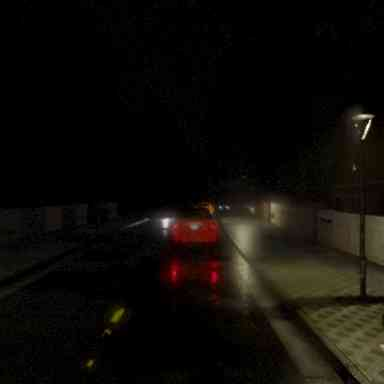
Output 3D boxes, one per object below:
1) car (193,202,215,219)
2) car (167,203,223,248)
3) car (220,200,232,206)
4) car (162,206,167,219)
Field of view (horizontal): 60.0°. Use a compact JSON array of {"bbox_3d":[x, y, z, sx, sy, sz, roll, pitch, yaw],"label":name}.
[{"bbox_3d":[1.295,1.820,33.665,1.882,1.535,5.008,0,-1,6],"label":"car"},{"bbox_3d":[0.141,1.503,15.844,2.097,1.767,4.553,0,-1,1],"label":"car"},{"bbox_3d":[7.504,2.467,72.878,1.895,1.301,4.718,-1,-1,19],"label":"car"},{"bbox_3d":[-1.691,1.911,33.380,1.994,1.385,4.181,0,-1,7],"label":"car"}]
